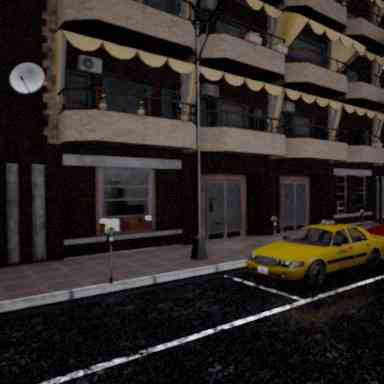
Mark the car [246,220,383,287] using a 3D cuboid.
[{"bbox_3d":[3.607,1.477,9.137,4.829,1.417,1.752,0,0,-35],"label":"car"}]
